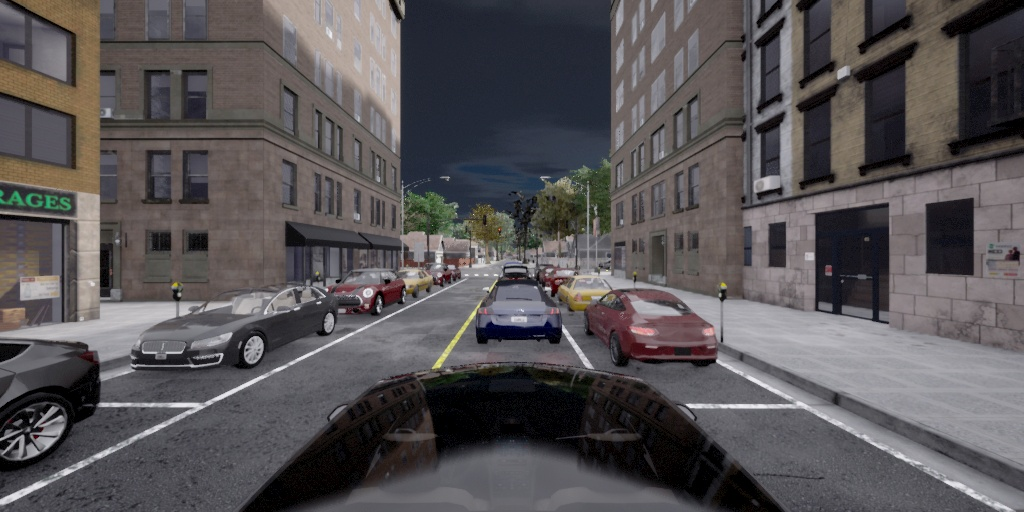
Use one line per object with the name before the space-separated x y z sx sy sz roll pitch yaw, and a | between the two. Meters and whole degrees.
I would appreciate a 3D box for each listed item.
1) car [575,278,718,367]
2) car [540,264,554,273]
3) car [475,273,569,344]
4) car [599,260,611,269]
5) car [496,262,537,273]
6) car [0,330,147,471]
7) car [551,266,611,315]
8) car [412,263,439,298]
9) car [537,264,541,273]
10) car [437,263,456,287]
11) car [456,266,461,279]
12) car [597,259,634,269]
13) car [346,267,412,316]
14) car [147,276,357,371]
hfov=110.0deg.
car | 2.662 1.331 7.631 1.802 1.307 4.207 0 0 0
car | 2.723 1.298 18.668 1.888 1.381 4.507 0 0 0
car | 0.142 1.314 9.607 1.994 1.385 4.181 0 0 0
car | 14.997 1.164 49.357 4.902 1.511 2.128 0 0 0
car | 0.189 1.259 19.592 1.837 1.490 4.892 0 0 0
car | -5.393 1.316 2.154 1.948 1.339 4.313 0 0 0
car | 2.694 1.276 13.320 1.751 1.417 4.829 0 0 0
car | -5.303 1.279 18.539 1.751 1.417 4.829 0 0 0
car | 2.753 1.338 24.186 1.802 1.307 4.207 0 0 0
car | -5.272 1.196 24.228 1.967 1.591 4.097 0 0 0
car | -5.242 1.341 29.747 1.802 1.307 4.207 0 0 0
car | 15.193 1.177 52.614 4.892 1.490 1.837 0 0 0
car | -5.332 1.191 13.190 1.967 1.591 4.097 0 0 0
car | -5.363 1.300 7.672 2.007 1.370 4.403 0 0 0
